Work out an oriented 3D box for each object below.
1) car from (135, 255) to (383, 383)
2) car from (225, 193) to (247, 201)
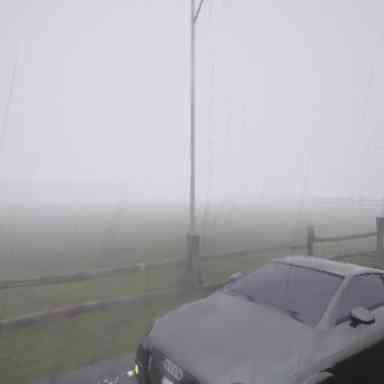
[{"bbox_3d":[1.438,1.565,4.096,4.181,1.385,1.994,0,0,-35],"label":"car"},{"bbox_3d":[8.175,0.906,61.867,1.882,1.535,5.008,1,0,-36],"label":"car"}]
